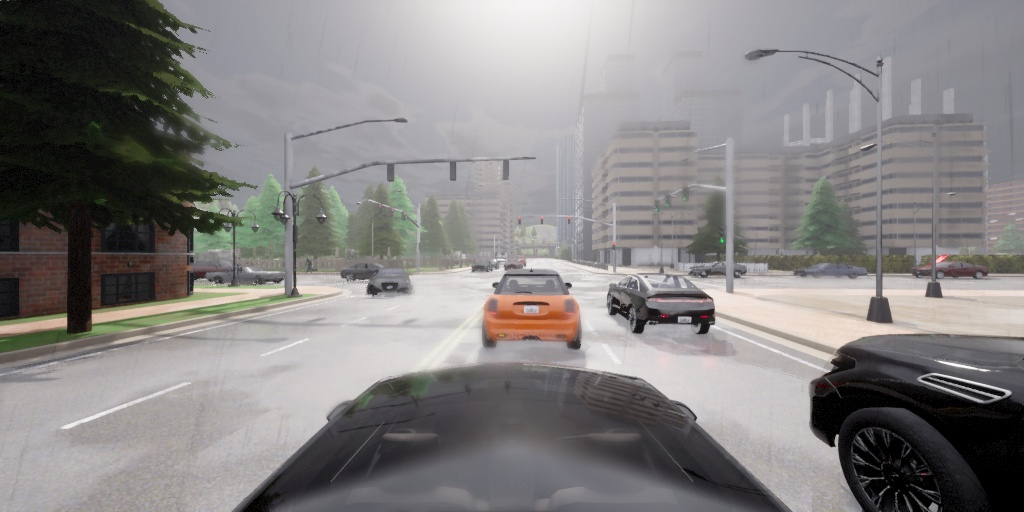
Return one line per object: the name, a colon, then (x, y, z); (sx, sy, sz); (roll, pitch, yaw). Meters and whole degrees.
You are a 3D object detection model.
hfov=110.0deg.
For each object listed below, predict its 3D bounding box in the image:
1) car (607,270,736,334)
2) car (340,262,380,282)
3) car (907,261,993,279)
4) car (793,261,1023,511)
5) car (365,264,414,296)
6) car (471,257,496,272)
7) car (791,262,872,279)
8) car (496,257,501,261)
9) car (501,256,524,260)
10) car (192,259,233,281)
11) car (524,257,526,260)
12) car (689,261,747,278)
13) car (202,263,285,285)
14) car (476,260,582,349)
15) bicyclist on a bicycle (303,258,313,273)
car: (4.092, 1.241, 10.596); (2.128, 1.511, 4.902); (0, 0, 4)
car: (-10.908, 1.255, 28.190); (4.892, 1.490, 1.837); (0, 0, 4)
car: (38.753, 1.228, 31.822); (5.008, 1.535, 1.882); (0, 0, 4)
car: (3.708, 0.971, 0.759); (2.150, 2.045, 5.566); (0, 0, 0)
car: (-6.395, 1.314, 19.159); (1.994, 1.385, 4.181); (0, 0, -16)
car: (-3.759, 1.102, 45.884); (2.097, 1.767, 4.553); (0, 0, 6)
car: (28.850, 1.297, 32.544); (5.357, 1.411, 2.033); (0, 0, 4)
car: (-3.024, 1.241, 54.804); (2.128, 1.511, 4.902); (0, 0, 4)
car: (0.135, 1.102, 50.056); (2.097, 1.767, 4.553); (0, 0, 4)
car: (-23.561, 1.102, 29.113); (4.553, 1.767, 2.097); (0, 0, 4)
car: (0.781, 1.314, 58.652); (1.994, 1.385, 4.181); (0, 0, 5)
car: (19.002, 1.241, 33.254); (4.902, 1.511, 2.128); (0, 0, 4)
car: (-18.568, 1.351, 25.236); (4.718, 1.301, 1.895); (0, 0, 4)
car: (0.517, 1.102, 9.368); (2.097, 1.767, 4.553); (0, 0, 3)
bicyclist on a bicycle: (-22.758, 1.051, 40.054); (0.582, 1.620, 1.656); (0, 0, 4)
